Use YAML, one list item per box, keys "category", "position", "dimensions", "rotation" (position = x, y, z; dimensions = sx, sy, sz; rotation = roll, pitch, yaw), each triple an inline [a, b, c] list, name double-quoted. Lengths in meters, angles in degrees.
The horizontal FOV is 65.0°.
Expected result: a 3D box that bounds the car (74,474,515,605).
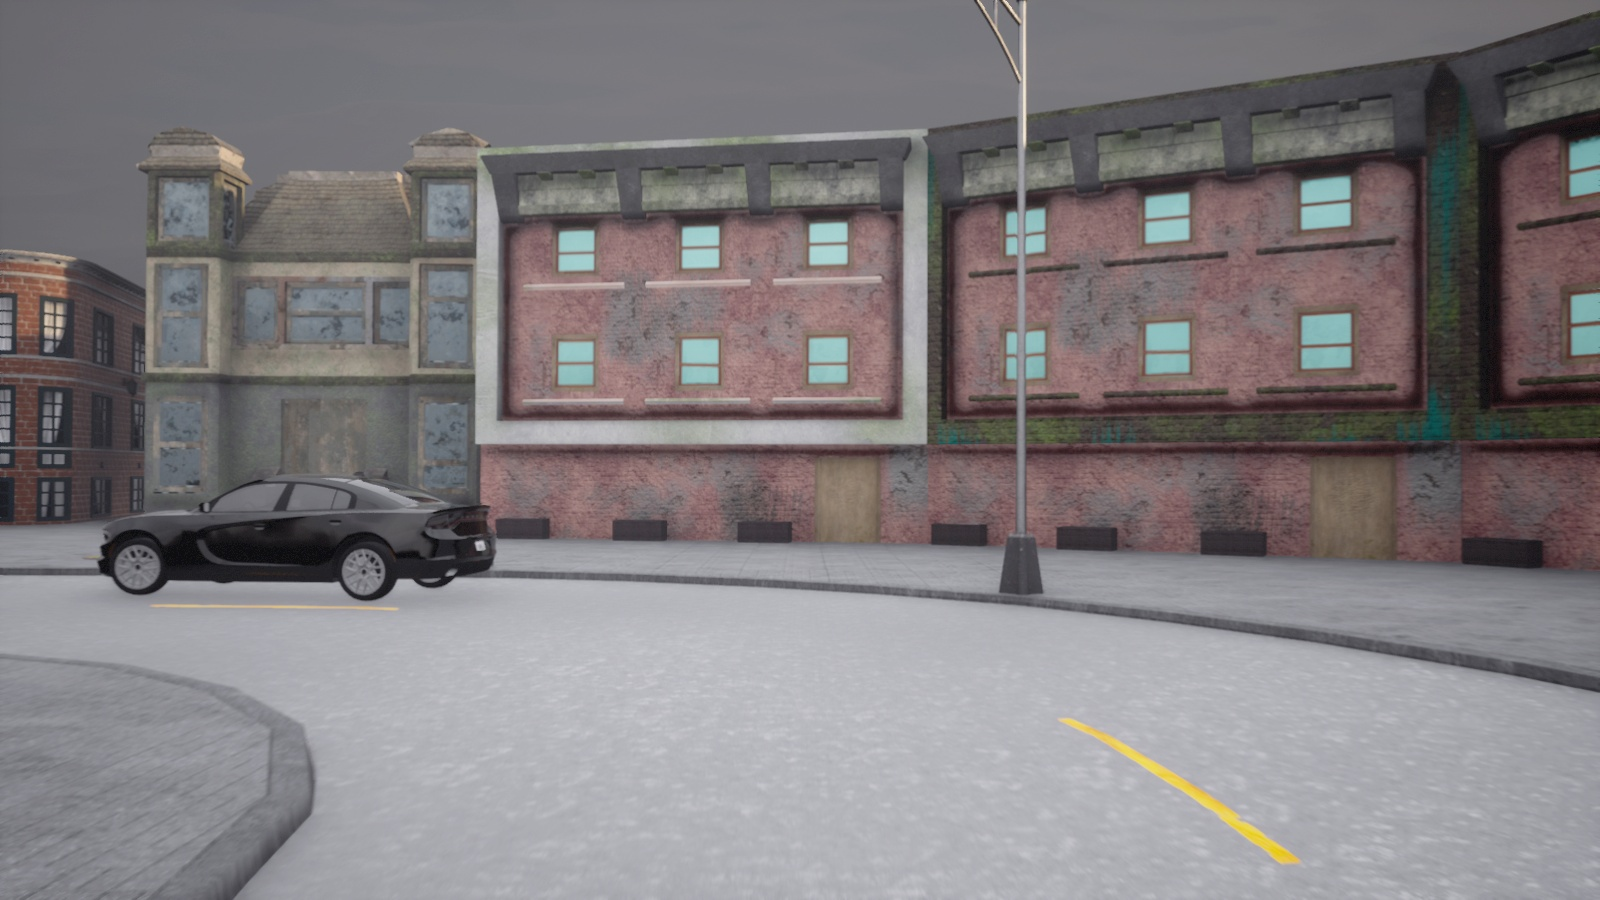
- category: "car"
  position: [-6.402, 1.089, 16.120]
  dimensions: [5.008, 1.535, 1.882]
  rotation: [0, -1, 10]
